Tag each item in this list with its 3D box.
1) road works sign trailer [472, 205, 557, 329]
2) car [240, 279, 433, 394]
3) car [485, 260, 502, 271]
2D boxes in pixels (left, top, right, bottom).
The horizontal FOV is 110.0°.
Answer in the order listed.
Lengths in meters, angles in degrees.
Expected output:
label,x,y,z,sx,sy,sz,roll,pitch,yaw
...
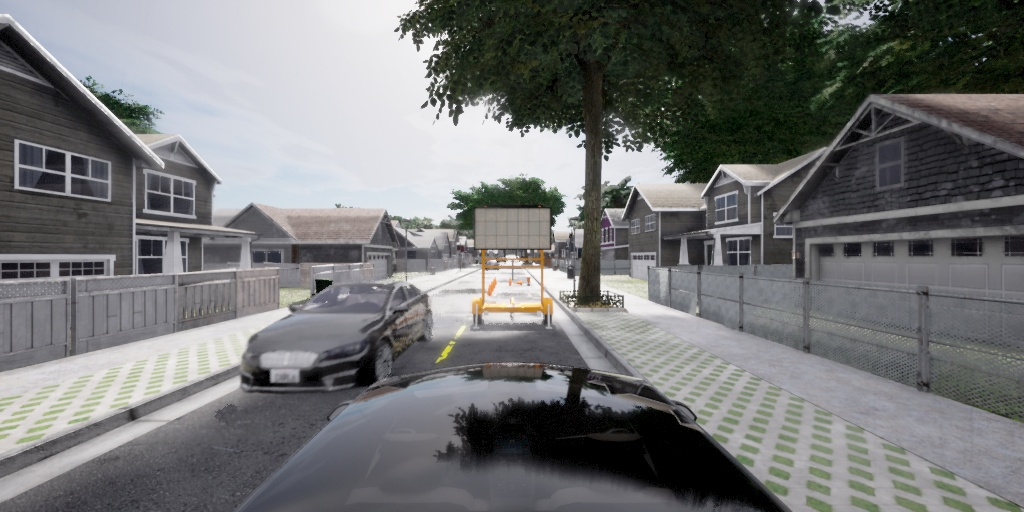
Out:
label,x,y,z,sx,sy,sz,roll,pitch,yaw
road works sign trailer,0.023,0.213,11.244,2.380,3.560,2.880,0,0,0
car,-2.844,1.241,6.951,2.128,1.511,4.902,0,0,0
car,-2.761,1.268,48.781,1.994,1.385,4.181,0,0,0
